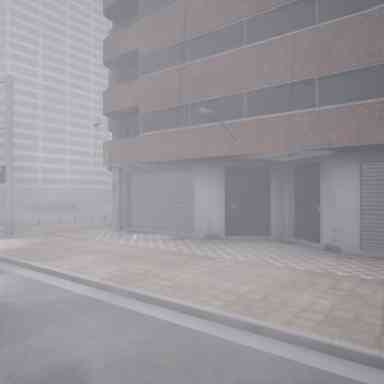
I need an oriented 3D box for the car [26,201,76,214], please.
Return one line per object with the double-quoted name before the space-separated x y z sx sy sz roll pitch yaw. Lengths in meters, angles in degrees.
"car" -14.879 1.601 35.280 1.895 1.301 4.718 0 0 37
